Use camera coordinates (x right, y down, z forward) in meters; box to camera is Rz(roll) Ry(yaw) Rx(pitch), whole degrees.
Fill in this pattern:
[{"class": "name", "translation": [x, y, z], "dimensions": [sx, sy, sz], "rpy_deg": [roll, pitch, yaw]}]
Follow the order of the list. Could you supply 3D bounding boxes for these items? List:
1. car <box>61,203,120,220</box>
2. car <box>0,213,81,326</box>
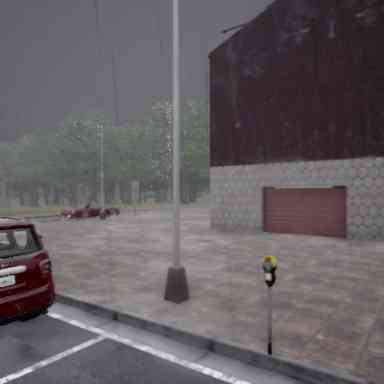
[{"class": "car", "translation": [-8.286, 1.576, 27.688], "dimensions": [1.895, 1.301, 4.718], "rpy_deg": [0, 0, 36]}, {"class": "car", "translation": [-4.561, 1.355, 6.064], "dimensions": [5.009, 1.841, 2.192], "rpy_deg": [0, 0, 36]}]
